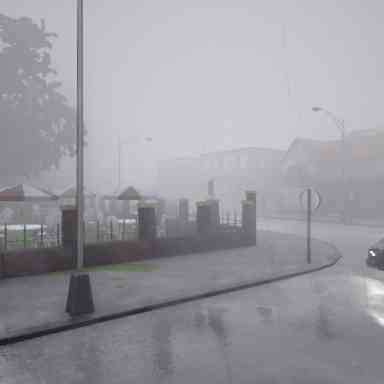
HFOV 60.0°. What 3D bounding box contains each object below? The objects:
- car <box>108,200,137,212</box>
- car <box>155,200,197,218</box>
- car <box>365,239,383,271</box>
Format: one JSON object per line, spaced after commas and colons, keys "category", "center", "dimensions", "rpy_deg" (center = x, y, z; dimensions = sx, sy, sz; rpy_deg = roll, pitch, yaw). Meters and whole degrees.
{"category": "car", "center": [-8.040, 1.547, 38.817], "dimensions": [2.033, 1.411, 5.357], "rpy_deg": [0, 0, -36]}
{"category": "car", "center": [-1.477, 1.491, 29.633], "dimensions": [2.128, 1.511, 4.902], "rpy_deg": [0, 0, -36]}
{"category": "car", "center": [7.306, 1.547, 9.844], "dimensions": [5.357, 1.411, 2.033], "rpy_deg": [0, 0, -36]}
